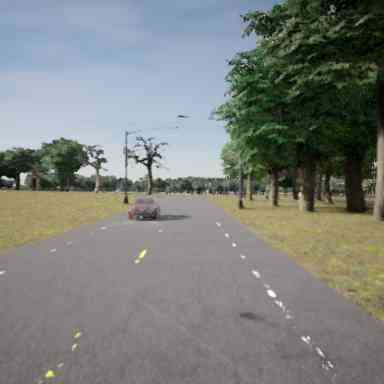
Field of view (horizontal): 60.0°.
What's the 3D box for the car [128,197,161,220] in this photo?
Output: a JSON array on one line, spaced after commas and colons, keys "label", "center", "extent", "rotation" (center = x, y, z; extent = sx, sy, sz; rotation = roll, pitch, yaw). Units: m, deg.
[{"label": "car", "center": [-3.596, 1.174, 25.781], "extent": [2.097, 1.767, 4.553], "rotation": [0, 1, 0]}]
